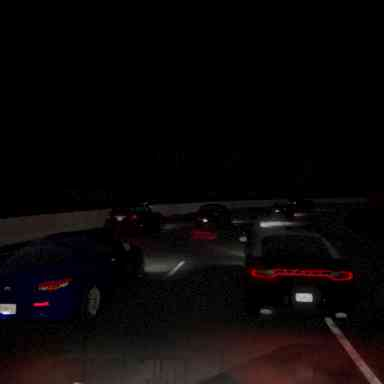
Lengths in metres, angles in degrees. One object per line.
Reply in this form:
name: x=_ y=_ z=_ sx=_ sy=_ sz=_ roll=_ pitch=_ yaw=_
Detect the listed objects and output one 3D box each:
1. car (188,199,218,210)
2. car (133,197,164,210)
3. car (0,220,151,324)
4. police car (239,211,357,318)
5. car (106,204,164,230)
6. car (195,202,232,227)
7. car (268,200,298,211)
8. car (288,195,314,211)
car: x=1.733 y=1.858 z=49.122 sx=2.033 sy=1.411 sz=5.357 roll=-1 pitch=0 yaw=32
car: x=-6.343 y=1.702 z=49.109 sx=2.097 sy=1.767 sz=4.553 roll=0 pitch=0 yaw=30
car: x=-2.457 y=1.585 z=7.239 sx=1.812 sy=1.442 sz=4.674 roll=0 pitch=0 yaw=8
police car: x=2.153 y=1.466 z=7.775 sx=1.930 sy=1.638 sz=5.238 roll=0 pitch=0 yaw=9
car: x=-3.320 y=1.498 z=20.016 sx=2.097 sy=1.767 sz=4.553 roll=0 pitch=0 yaw=15
car: x=1.672 y=1.655 z=24.346 sx=1.837 sy=1.490 sz=4.892 roll=-1 pitch=0 yaw=19
car: x=8.705 y=1.733 z=32.431 sx=1.994 sy=1.385 sz=4.181 roll=0 pitch=0 yaw=26
car: x=13.541 y=1.426 z=41.391 sx=2.150 sy=2.045 sz=5.566 roll=-1 pitch=0 yaw=33
